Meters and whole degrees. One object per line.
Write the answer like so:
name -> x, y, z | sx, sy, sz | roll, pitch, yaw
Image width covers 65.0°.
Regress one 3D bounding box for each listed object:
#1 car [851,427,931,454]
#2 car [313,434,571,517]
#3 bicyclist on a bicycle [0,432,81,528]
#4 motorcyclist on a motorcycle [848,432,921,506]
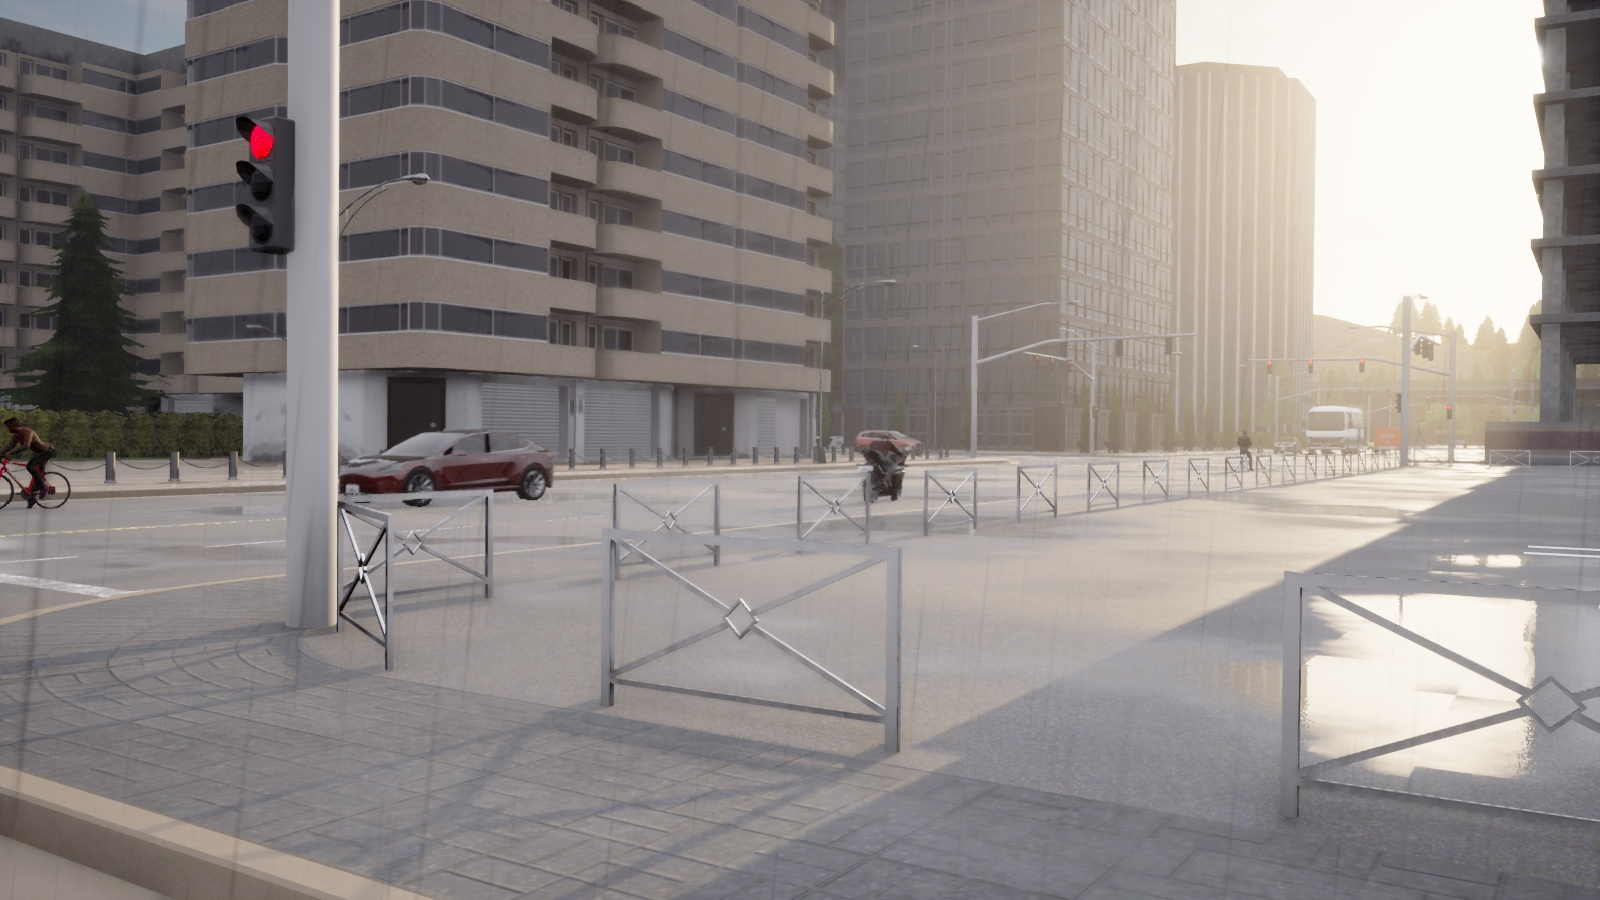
car -> 5.815, -0.631, 80.573 | 4.611, 1.667, 2.242 | 0, 1, 32
car -> -7.148, 0.447, 25.586 | 2.163, 1.488, 4.792 | 0, 1, 33
bicyclist on a bicycle -> -13.600, 0.507, 21.980 | 0.582, 1.620, 1.656 | 0, 1, 33
motorcyclist on a motorcycle -> 1.856, 0.378, 27.189 | 0.866, 1.530, 2.191 | -1, 0, 24
